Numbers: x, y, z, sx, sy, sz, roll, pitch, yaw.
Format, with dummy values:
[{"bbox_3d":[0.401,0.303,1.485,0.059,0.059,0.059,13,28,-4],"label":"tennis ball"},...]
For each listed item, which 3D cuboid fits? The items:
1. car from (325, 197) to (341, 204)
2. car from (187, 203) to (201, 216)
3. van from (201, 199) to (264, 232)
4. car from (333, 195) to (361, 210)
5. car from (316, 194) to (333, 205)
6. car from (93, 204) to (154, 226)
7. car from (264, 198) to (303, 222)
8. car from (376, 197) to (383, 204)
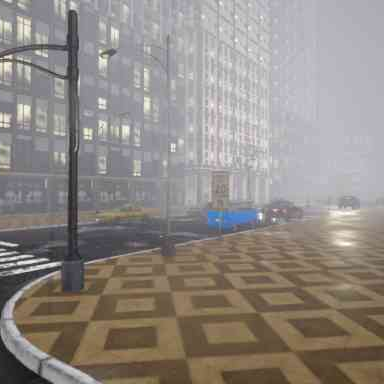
[{"bbox_3d":[28.397,1.624,67.011,2.008,1.369,4.403,0,0,38],"label":"car"},{"bbox_3d":[1.279,1.604,31.715,1.802,1.307,4.206,0,0,38],"label":"car"},{"bbox_3d":[2.571,1.368,20.280,1.690,1.788,3.998,0,0,38],"label":"van"},{"bbox_3d":[21.086,1.368,44.562,2.192,1.841,5.009,0,0,38],"label":"car"},{"bbox_3d":[25.007,1.380,62.599,2.192,1.841,5.009,0,0,38],"label":"car"},{"bbox_3d":[-4.822,1.540,23.987,1.752,1.417,4.829,0,0,38],"label":"car"},{"bbox_3d":[7.527,1.472,26.914,1.967,1.590,4.097,0,0,38],"label":"car"},{"bbox_3d":[38.034,1.658,66.620,1.947,1.339,4.313,0,0,38],"label":"car"}]
